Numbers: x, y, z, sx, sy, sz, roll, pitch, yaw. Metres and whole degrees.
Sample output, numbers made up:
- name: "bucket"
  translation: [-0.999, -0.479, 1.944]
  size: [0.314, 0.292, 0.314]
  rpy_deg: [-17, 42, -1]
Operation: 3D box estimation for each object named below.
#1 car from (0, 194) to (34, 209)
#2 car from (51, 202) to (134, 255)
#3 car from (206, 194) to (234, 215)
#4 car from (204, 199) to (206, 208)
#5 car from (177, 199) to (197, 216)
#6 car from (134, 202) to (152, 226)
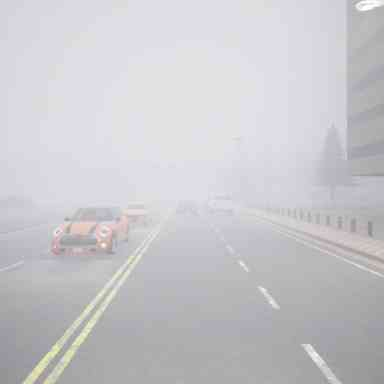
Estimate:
- name: "car"
  translation: [-21.849, 1.153, 41.793]
  size: [1.932, 1.855, 4.605]
  rpy_deg: [0, 0, -1]
- name: "car"
  translation: [-3.838, 1.352, 13.279]
  size: [2.097, 1.767, 4.553]
  rpy_deg: [0, 0, -1]
- name: "car"
  translation: [2.949, 1.222, 34.480]
  size: [2.150, 2.045, 5.566]
  rpy_deg: [0, 0, -1]
- name: "car"
  translation: [2.763, 1.352, 43.958]
  size: [2.097, 1.767, 4.553]
  rpy_deg: [0, 0, -1]
- name: "car"
  translation: [-0.503, 1.601, 31.953]
  size: [1.895, 1.301, 4.718]
  rpy_deg: [0, 0, -1]
- name: "car"
  translation: [-3.953, 1.478, 23.698]
  size: [1.882, 1.535, 5.008]
  rpy_deg: [0, 0, -1]
